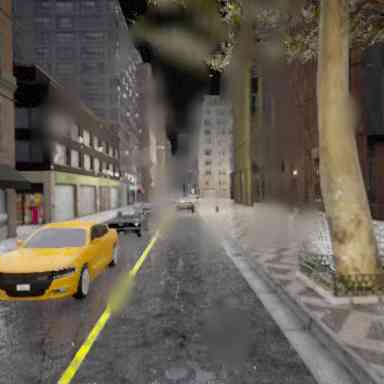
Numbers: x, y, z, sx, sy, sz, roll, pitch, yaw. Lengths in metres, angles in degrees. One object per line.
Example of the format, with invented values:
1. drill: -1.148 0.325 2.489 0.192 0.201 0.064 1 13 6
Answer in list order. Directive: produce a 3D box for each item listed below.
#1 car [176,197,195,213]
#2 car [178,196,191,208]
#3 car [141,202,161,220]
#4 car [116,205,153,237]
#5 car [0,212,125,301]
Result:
1. car: -0.709 1.474 37.157 2.128 1.511 4.902 -1 0 -1
2. car: -1.043 1.476 49.622 1.837 1.490 4.892 -1 1 -1
3. car: -3.657 1.598 28.692 2.033 1.411 5.357 -1 0 -1
4. car: -3.460 1.656 18.282 1.895 1.301 4.718 -1 0 -1
5. car: -3.255 1.536 8.798 1.882 1.535 5.008 -1 0 -1
